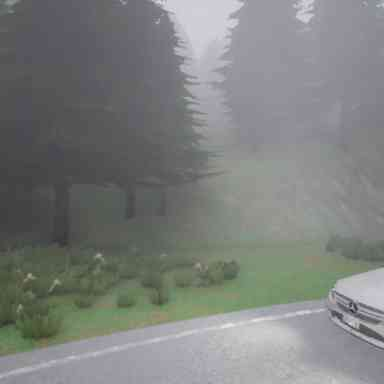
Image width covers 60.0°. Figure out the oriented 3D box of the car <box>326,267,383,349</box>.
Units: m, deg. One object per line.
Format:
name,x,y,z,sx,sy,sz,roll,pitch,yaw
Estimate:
car,4.470,1.588,5.339,4.674,1.442,1.812,1,0,-17
